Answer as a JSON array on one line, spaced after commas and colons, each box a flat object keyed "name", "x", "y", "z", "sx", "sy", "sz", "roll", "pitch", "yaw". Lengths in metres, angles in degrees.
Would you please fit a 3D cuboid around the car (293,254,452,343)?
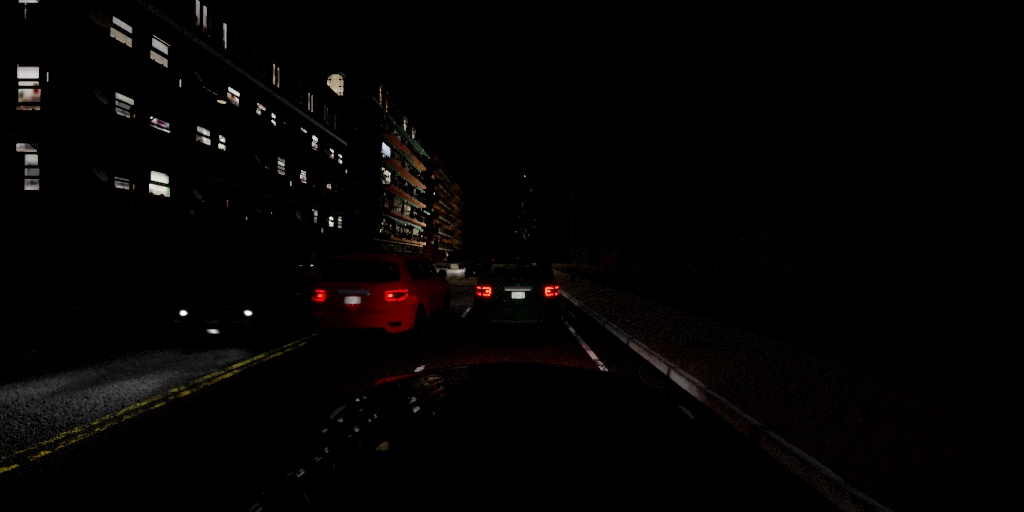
[{"name": "car", "x": -3.153, "y": 0.972, "z": 9.784, "sx": 2.150, "sy": 2.045, "sz": 5.566, "roll": 0, "pitch": 0, "yaw": 0}]

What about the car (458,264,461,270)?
[{"name": "car", "x": -6.596, "y": 1.354, "z": 51.693, "sx": 1.895, "sy": 1.301, "sz": 4.718, "roll": 0, "pitch": 0, "yaw": 0}]

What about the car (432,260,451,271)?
[{"name": "car", "x": -9.846, "y": 1.279, "z": 50.546, "sx": 1.812, "sy": 1.442, "sz": 4.674, "roll": 0, "pitch": 0, "yaw": 0}]

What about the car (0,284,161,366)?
[{"name": "car", "x": -9.850, "y": 1.352, "z": 8.100, "sx": 1.895, "sy": 1.301, "sz": 4.718, "roll": 0, "pitch": 0, "yaw": 0}]

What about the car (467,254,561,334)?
[{"name": "car", "x": 0.101, "y": 0.973, "z": 10.732, "sx": 2.150, "sy": 2.045, "sz": 5.566, "roll": 0, "pitch": 0, "yaw": -1}]

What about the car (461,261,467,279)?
[{"name": "car", "x": -3.151, "y": 1.231, "z": 32.872, "sx": 1.882, "sy": 1.535, "sz": 5.008, "roll": 0, "pitch": 0, "yaw": 0}]

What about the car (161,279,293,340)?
[{"name": "car", "x": -6.601, "y": 1.352, "z": 10.128, "sx": 1.895, "sy": 1.301, "sz": 4.718, "roll": 0, "pitch": 0, "yaw": 0}]
